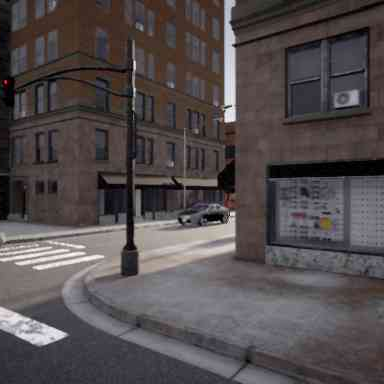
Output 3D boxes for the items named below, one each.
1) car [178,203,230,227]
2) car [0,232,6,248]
[{"bbox_3d":[0.924,1.591,23.932,2.128,1.511,4.902,0,0,36],"label":"car"},{"bbox_3d":[-8.690,1.632,10.451,1.895,1.301,4.718,0,0,35],"label":"car"}]
